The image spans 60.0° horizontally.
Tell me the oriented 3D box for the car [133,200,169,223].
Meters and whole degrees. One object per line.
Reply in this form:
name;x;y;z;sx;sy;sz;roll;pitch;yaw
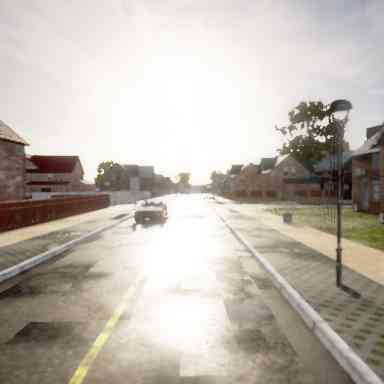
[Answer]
car;-2.630;1.221;22.596;2.033;1.411;5.357;0;1;1

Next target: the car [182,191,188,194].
car;-1.935;0.396;90.890;1.812;1.442;4.674;0;0;1
